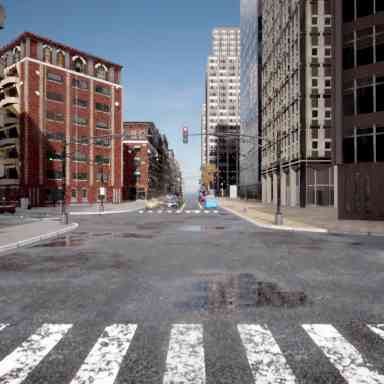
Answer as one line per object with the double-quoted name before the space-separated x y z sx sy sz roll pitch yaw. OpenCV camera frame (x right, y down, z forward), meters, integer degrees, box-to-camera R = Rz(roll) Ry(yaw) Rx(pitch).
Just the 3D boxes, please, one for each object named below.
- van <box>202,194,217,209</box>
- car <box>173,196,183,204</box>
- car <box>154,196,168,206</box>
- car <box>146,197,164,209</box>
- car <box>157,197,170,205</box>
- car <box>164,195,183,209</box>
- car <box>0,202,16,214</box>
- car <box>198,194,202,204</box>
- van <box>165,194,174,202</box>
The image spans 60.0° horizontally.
"van" 2.575 1.386 45.784 1.690 1.788 3.998 0 0 0
"car" -2.766 1.620 66.428 1.812 1.442 4.674 0 0 1
"car" -5.305 1.509 56.891 1.967 1.590 4.097 0 0 0
"car" -5.306 1.570 45.615 1.752 1.417 4.829 0 0 0
"car" -5.305 1.649 62.443 1.947 1.339 4.313 0 0 0
"car" -2.806 1.537 45.974 2.128 1.511 4.902 0 0 2
"car" -21.141 1.789 36.459 4.718 1.301 1.895 -1 -1 41
"car" 2.576 1.644 67.993 1.887 1.381 4.507 0 0 0
"van" -5.302 1.473 79.099 1.690 1.788 3.998 0 0 0
